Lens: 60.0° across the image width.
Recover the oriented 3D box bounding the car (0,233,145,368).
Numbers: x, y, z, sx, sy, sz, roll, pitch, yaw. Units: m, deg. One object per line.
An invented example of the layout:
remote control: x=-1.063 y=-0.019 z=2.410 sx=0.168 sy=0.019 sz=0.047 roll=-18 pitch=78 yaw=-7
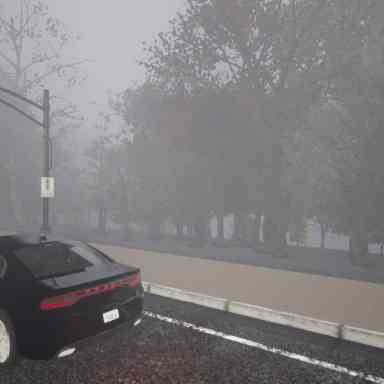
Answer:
car: x=-3.051 y=1.477 z=5.855 sx=5.008 sy=1.535 sz=1.882 roll=0 pitch=0 yaw=37
